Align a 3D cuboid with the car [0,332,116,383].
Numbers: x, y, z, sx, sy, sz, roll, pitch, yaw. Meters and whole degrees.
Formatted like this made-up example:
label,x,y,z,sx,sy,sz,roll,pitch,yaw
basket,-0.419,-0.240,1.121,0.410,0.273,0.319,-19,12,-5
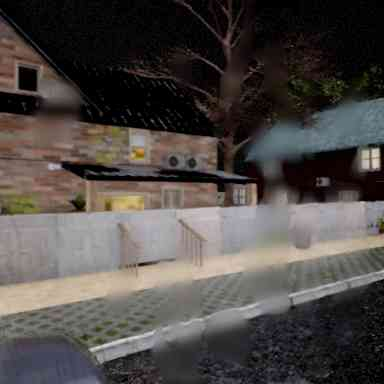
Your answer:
label,x,y,z,sx,sy,sz,roll,pitch,yaw
car,-2.762,1.542,1.050,5.357,1.411,2.033,0,0,-36
